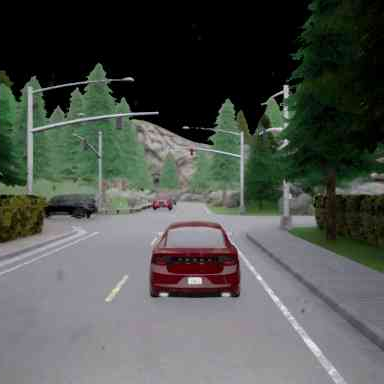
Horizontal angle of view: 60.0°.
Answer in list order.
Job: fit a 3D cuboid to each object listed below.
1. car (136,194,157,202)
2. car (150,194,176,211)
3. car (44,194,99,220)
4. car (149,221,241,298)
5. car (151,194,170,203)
[{"bbox_3d":[-10.948,1.355,79.724,4.553,1.767,2.097,0,0,24],"label":"car"},{"bbox_3d":[-3.557,1.222,41.236,2.150,2.045,5.566,0,0,0],"label":"car"},{"bbox_3d":[-10.596,1.205,27.638,5.566,2.045,2.150,0,1,0],"label":"car"},{"bbox_3d":[0.074,1.478,8.578,1.882,1.535,5.008,0,0,0],"label":"car"},{"bbox_3d":[-6.905,1.353,71.882,2.097,1.767,4.553,0,0,-35],"label":"car"}]
